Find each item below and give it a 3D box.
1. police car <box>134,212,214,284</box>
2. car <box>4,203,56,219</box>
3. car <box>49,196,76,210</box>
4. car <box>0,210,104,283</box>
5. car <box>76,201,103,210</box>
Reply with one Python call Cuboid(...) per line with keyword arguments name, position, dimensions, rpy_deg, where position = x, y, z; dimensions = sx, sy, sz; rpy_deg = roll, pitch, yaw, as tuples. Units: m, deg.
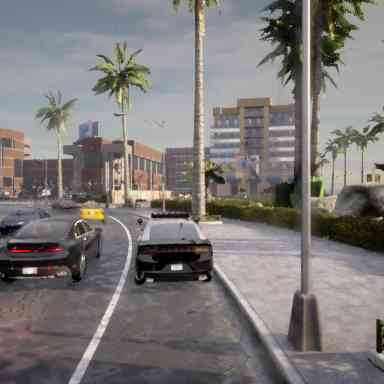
Cuboid(name="police car", position=(-0.655, 1.424, 9.771), dimensions=(1.930, 1.638, 5.238), rpy_deg=(0, 0, -7))
Cuboid(name="car", position=(-9.225, 1.556, 18.812), dimensions=(1.994, 1.385, 4.181), rpy_deg=(0, 0, -15))
Cuboid(name="car", position=(-15.509, 1.534, 40.211), dimensions=(2.033, 1.411, 5.357), rpy_deg=(0, 0, -38))
Cuboid(name="car", position=(-3.855, 1.501, 9.754), dimensions=(1.837, 1.490, 4.892), rpy_deg=(0, 0, -7))
Cuboid(name="car", position=(-7.768, 1.450, 25.521), dimensions=(1.801, 1.575, 5.366), rpy_deg=(0, 0, -19))
